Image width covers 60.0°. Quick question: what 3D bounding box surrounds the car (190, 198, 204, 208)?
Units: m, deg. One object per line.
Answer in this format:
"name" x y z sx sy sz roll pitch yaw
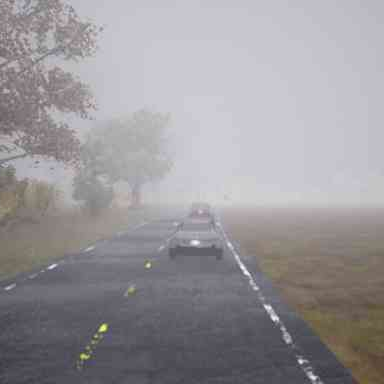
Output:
"car" 0.938 1.997 62.648 2.097 1.767 4.553 0 0 8

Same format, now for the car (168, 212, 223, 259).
"car" 0.186 1.705 13.259 1.994 1.385 4.181 0 -1 2

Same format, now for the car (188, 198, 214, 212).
"car" 0.817 1.647 28.276 2.097 1.767 4.553 0 -1 4
